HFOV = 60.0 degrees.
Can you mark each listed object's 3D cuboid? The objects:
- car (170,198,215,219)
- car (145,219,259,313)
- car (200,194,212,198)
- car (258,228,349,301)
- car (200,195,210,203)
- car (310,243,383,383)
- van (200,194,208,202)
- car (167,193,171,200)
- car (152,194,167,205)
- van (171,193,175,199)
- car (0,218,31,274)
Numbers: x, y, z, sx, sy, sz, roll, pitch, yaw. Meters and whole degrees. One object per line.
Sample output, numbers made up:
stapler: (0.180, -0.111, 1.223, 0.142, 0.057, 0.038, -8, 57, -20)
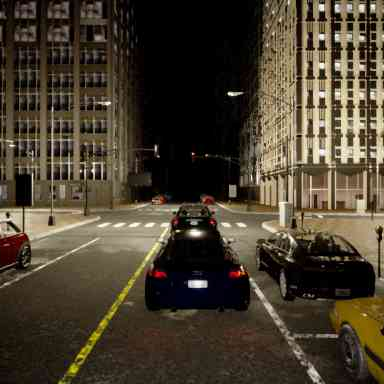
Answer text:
car: (0.090, 1.346, 16.390, 2.097, 1.767, 4.553, 0, 0, 0)
car: (0.098, 1.563, 7.757, 1.994, 1.385, 4.181, 0, 0, 0)
car: (2.758, 1.388, 57.361, 1.967, 1.590, 4.097, 0, 0, 0)
car: (2.687, 1.549, 8.101, 2.008, 1.369, 4.403, 0, 0, 0)
car: (2.657, 1.363, 68.729, 1.967, 1.590, 4.097, 0, 0, 0)
car: (2.690, 1.525, 2.603, 1.752, 1.417, 4.829, 0, 0, 0)
van: (2.655, 1.250, 74.414, 1.690, 1.788, 3.998, 0, 0, 0)
car: (-5.749, 1.251, 63.044, 2.192, 1.841, 5.009, 0, 0, 0)
car: (-5.813, 1.388, 57.358, 1.967, 1.590, 4.097, 0, 0, 0)
van: (-5.729, 1.236, 80.099, 1.690, 1.788, 3.998, 0, 0, 0)
car: (-5.693, 1.439, 8.095, 1.967, 1.590, 4.097, 0, 0, 0)
